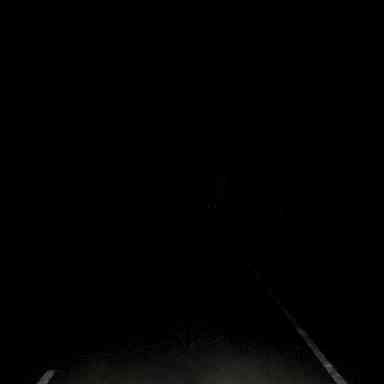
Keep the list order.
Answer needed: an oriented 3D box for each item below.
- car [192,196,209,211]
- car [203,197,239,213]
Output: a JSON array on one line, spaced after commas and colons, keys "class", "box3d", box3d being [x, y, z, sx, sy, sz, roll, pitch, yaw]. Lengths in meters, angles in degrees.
[{"class": "car", "box3d": [1.885, 1.315, 40.458, 2.097, 1.767, 4.553, 0, 0, 31]}, {"class": "car", "box3d": [3.513, 1.515, 36.457, 2.033, 1.411, 5.357, 0, 0, 27]}]
